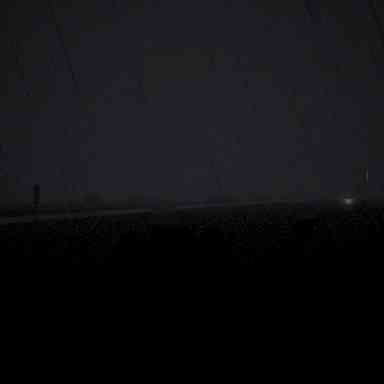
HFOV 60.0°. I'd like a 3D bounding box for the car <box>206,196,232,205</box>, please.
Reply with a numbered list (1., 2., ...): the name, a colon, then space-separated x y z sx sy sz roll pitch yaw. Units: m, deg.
1. car: 4.647 1.359 56.678 2.033 1.411 5.357 0 0 41
